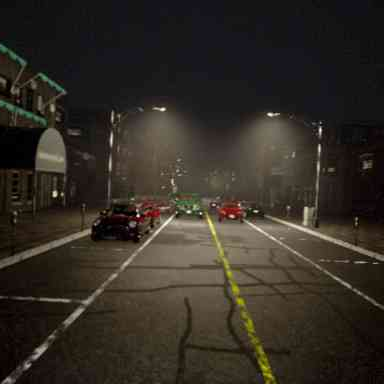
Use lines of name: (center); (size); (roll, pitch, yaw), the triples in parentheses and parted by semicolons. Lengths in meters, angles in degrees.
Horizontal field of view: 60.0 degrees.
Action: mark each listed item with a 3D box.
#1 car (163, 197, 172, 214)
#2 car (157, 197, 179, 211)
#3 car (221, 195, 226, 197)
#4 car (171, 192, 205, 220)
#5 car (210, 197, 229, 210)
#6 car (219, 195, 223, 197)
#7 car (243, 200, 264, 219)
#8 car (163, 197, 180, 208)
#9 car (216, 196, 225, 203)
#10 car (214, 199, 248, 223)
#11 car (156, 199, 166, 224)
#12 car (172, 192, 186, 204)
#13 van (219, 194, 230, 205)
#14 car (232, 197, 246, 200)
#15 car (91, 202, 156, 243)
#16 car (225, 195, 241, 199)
car: (-2.720, 1.336, 31.411); (1.802, 1.307, 4.206); (2, 0, 1)
car: (-2.620, 1.290, 36.958); (2.008, 1.369, 4.403); (2, 0, 1)
car: (6.045, 1.694, 53.455); (1.802, 1.307, 4.206); (2, 0, 1)
car: (-0.160, 1.115, 27.536); (2.150, 2.045, 5.566); (3, 0, 1)
car: (3.221, 1.613, 42.097); (1.895, 1.301, 4.718); (3, 0, 1)
car: (6.150, 1.623, 59.172); (1.752, 1.417, 4.829); (2, 0, 1)
car: (5.650, 1.737, 31.265); (1.947, 1.339, 4.313); (2, 0, 1)
car: (-2.521, 1.307, 42.507); (1.802, 1.307, 4.206); (2, 0, 1)
car: (6.447, 1.578, 75.815); (1.752, 1.417, 4.829); (2, 0, 1)
car: (2.948, 1.580, 26.179); (1.812, 1.442, 4.674); (3, 0, 2)
car: (-2.916, 1.328, 20.317); (1.887, 1.381, 4.507); (2, 0, 1)
car: (-2.213, 0.996, 59.147); (2.192, 1.841, 5.009); (2, 0, 1)
van: (6.253, 1.424, 64.549); (1.690, 1.788, 3.998); (2, 0, 1)
car: (5.755, 1.681, 36.981); (1.752, 1.417, 4.829); (2, 0, 1)
car: (-3.011, 1.238, 14.769); (1.967, 1.590, 4.097); (2, 0, 1)
car: (5.858, 1.457, 42.360); (2.192, 1.841, 5.009); (2, 0, 1)
